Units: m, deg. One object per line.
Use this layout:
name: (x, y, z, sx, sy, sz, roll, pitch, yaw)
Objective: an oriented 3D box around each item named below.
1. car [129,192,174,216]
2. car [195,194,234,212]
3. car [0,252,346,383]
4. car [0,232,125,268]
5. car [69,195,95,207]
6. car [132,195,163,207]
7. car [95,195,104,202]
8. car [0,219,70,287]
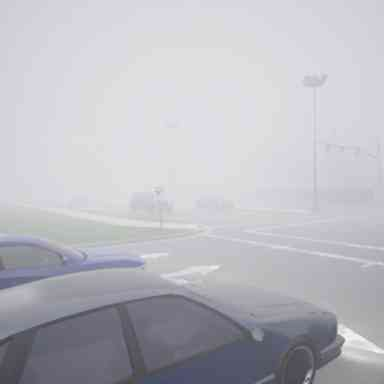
car: (-3.880, 1.020, 30.996, 2.150, 2.045, 5.566, -1, 2, -36)
car: (2.284, 1.066, 34.433, 2.097, 1.767, 4.553, -1, 0, -36)
car: (-0.761, 1.532, 3.218, 5.357, 1.411, 2.033, -1, 1, -35)
car: (-3.159, 1.468, 5.811, 5.008, 1.535, 1.882, -1, 1, -35)
car: (-16.227, 1.300, 47.929, 2.128, 1.511, 4.902, -1, 1, -36)
car: (-6.186, 1.208, 46.020, 2.128, 1.511, 4.902, -1, 0, -36)
car: (-18.460, 1.263, 63.116, 2.033, 1.411, 5.357, -1, 1, -36)
car: (-5.524, 1.560, 8.423, 4.181, 1.385, 1.994, -1, 1, -35)
